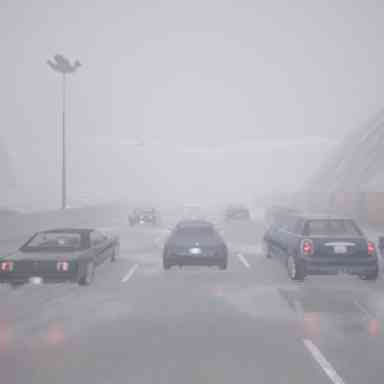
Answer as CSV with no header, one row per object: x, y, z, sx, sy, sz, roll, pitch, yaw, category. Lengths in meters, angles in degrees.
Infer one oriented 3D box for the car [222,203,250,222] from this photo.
3.596,1.660,27.932,1.882,1.535,5.008,0,0,0,car

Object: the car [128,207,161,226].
-3.405,1.766,24.779,1.895,1.301,4.718,0,0,0,car

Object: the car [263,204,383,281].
3.595,1.418,10.188,2.097,1.767,4.553,0,0,0,car

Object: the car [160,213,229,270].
0.096,1.640,11.390,1.994,1.385,4.181,0,0,0,car

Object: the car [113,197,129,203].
-13.737,1.791,64.351,2.097,1.767,4.553,0,0,4,car

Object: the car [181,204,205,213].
0.096,1.706,27.410,1.812,1.442,4.674,0,0,0,car

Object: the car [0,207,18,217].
-14.102,1.707,23.091,2.033,1.411,5.357,0,0,0,car

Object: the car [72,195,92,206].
-20.711,1.651,64.600,2.150,2.045,5.566,0,0,2,car

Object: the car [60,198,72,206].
-24.198,1.937,65.063,1.837,1.490,4.892,0,0,2,car

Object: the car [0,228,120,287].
-3.404,1.666,9.500,1.895,1.301,4.718,0,0,0,car

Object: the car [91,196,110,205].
-17.242,1.928,63.999,1.837,1.490,4.892,0,0,2,car
